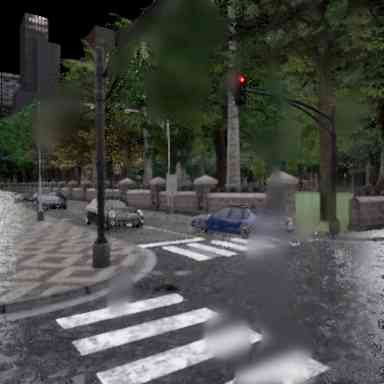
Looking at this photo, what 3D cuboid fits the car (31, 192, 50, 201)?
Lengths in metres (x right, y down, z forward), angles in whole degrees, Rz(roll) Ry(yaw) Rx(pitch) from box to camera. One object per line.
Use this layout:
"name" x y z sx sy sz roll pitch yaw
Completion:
"car" -23.978 0.663 52.530 1.994 1.385 4.181 -1 1 -35

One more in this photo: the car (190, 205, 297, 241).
"car" 2.178 1.333 15.567 2.033 1.411 5.357 -1 1 -38

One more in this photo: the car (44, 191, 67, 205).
"car" -18.147 0.747 44.180 1.882 1.535 5.008 -1 1 -34

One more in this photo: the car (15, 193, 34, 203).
"car" -23.598 0.825 46.708 1.994 1.385 4.181 -1 1 -35

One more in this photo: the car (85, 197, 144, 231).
"car" -4.485 1.084 18.900 2.097 1.767 4.553 -1 1 -35

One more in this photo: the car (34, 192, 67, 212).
"car" -13.434 0.980 31.845 1.882 1.535 5.008 -1 1 -35
